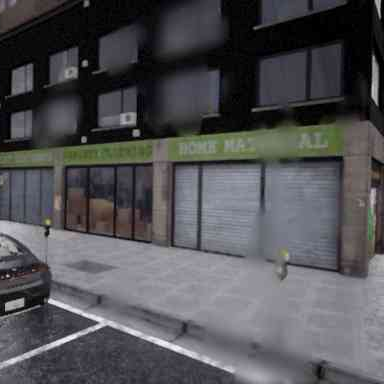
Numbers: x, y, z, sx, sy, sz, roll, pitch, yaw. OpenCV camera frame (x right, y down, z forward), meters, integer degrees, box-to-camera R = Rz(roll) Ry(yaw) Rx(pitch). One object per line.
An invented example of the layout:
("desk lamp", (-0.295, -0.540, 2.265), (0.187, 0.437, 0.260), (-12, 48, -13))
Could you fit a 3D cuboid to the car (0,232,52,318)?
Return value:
("car", (-4.372, 1.362, 6.150), (4.403, 1.369, 2.008), (2, 1, 35))
